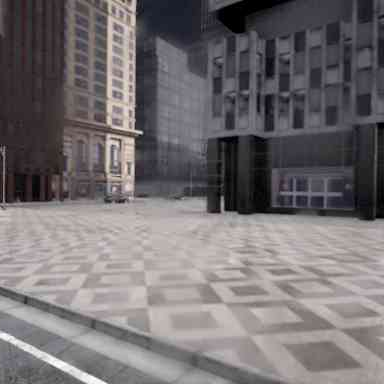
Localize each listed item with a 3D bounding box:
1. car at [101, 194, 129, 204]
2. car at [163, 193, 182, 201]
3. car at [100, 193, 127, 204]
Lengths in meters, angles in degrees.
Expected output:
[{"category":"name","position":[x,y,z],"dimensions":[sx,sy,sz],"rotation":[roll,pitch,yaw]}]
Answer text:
[{"category":"car","position":[-12.816,1.316,56.547],"dimensions":[1.837,1.490,4.892],"rotation":[1,1,35]},{"category":"car","position":[-3.946,1.067,69.142],"dimensions":[1.837,1.490,4.892],"rotation":[1,1,35]},{"category":"car","position":[-14.095,1.098,60.019],"dimensions":[2.097,1.767,4.553],"rotation":[1,1,36]}]
